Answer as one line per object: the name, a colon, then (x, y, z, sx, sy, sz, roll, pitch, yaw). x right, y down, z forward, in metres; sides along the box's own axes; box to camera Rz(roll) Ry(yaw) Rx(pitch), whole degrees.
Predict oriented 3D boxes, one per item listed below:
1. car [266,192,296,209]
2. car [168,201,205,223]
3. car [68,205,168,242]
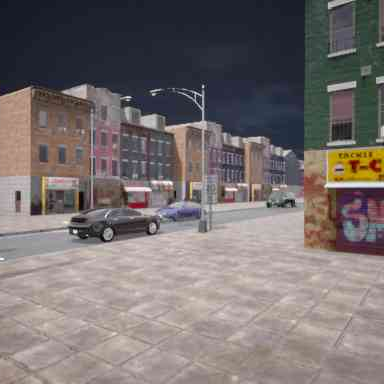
car: (11.240, 0.999, 41.692, 2.150, 2.045, 5.566, 0, 0, 36)
car: (-0.821, 1.406, 24.936, 1.812, 1.442, 4.674, 0, 0, 36)
car: (-3.580, 1.443, 16.193, 1.837, 1.490, 4.892, 0, 0, 36)
